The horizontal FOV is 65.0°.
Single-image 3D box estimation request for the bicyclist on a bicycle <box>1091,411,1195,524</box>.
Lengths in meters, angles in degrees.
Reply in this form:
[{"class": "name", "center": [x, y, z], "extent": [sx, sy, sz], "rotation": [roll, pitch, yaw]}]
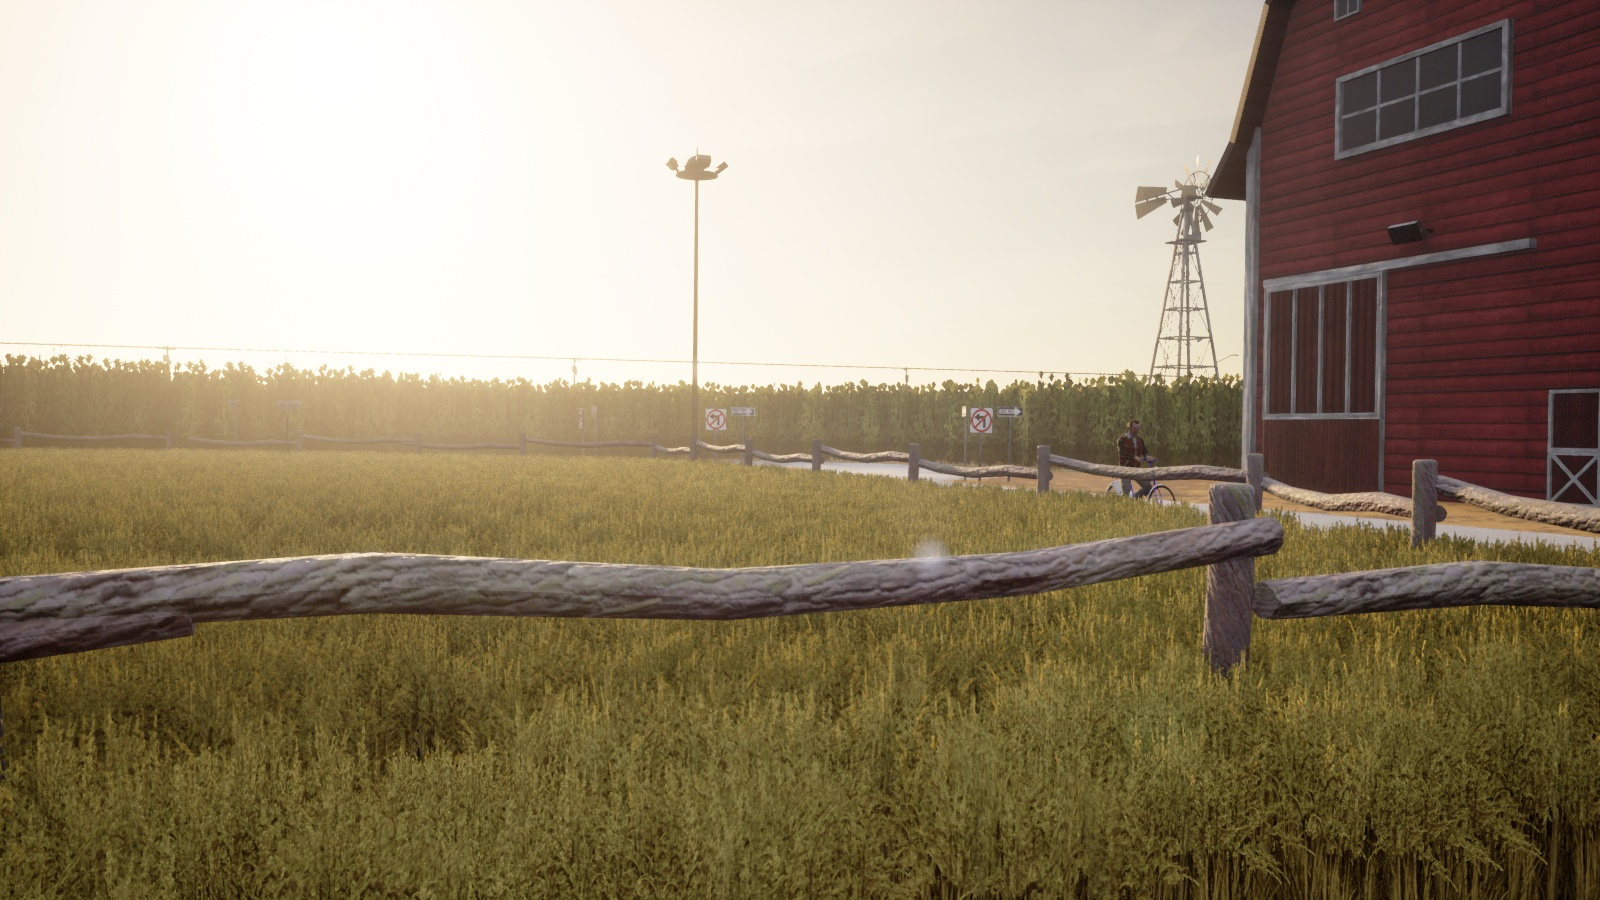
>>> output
[{"class": "bicyclist on a bicycle", "center": [5.626, 0.271, 20.705], "extent": [0.659, 1.776, 1.843], "rotation": [-1, 1, -23]}]
